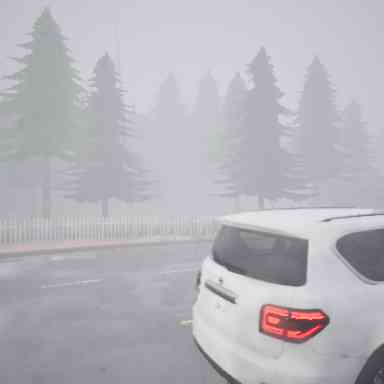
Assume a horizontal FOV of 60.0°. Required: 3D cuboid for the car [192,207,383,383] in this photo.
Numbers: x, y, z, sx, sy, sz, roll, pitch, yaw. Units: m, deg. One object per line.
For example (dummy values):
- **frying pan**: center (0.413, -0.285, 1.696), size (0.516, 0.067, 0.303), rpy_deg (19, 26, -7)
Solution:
- **car**: center (2.722, 1.225, 4.502), size (5.566, 2.045, 2.150), rpy_deg (-1, 0, -24)
